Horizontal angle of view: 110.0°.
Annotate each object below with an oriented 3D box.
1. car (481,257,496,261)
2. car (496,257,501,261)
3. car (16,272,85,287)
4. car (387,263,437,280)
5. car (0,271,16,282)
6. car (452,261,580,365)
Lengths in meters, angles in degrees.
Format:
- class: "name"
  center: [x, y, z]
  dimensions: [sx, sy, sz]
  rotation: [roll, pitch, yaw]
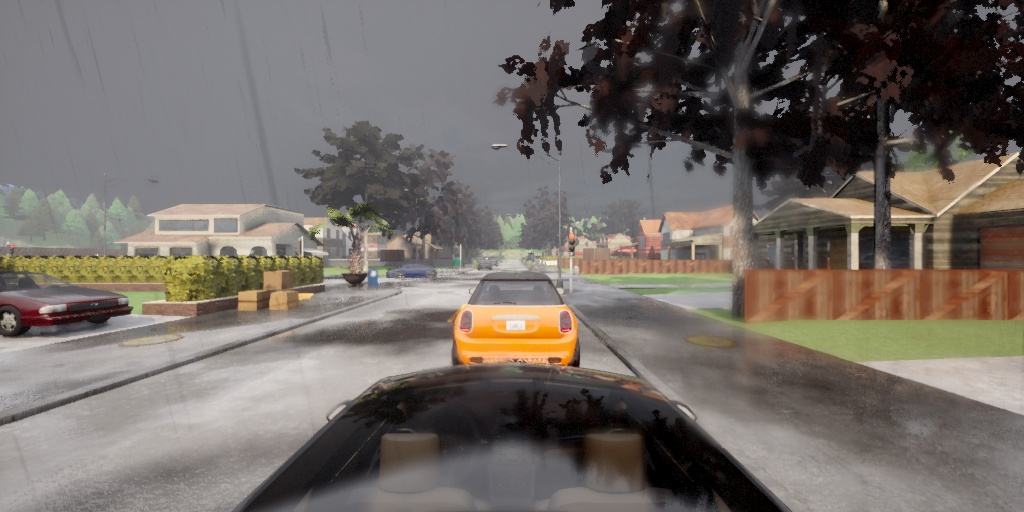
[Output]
- class: "car"
  center: [-3.686, 1.249, 49.934]
  dimensions: [1.837, 1.490, 4.892]
  rotation: [0, 0, 1]
- class: "car"
  center: [-3.529, 1.236, 64.331]
  dimensions: [2.128, 1.511, 4.902]
  rotation: [0, 0, 1]
- class: "car"
  center: [-33.174, 1.311, 26.603]
  dimensions: [4.181, 1.385, 1.994]
  rotation: [0, 0, 1]
- class: "car"
  center: [-8.592, 1.310, 30.909]
  dimensions: [4.181, 1.385, 1.994]
  rotation: [0, 1, -24]
- class: "car"
  center: [-44.127, 1.099, 30.805]
  dimensions: [4.553, 1.767, 2.097]
  rotation: [0, 0, 1]
- class: "car"
  center: [0.097, 1.101, 7.727]
  dimensions: [2.097, 1.767, 4.553]
  rotation: [0, 0, 1]
